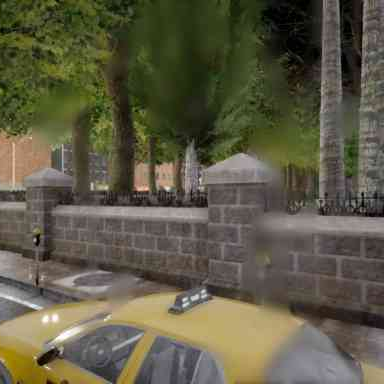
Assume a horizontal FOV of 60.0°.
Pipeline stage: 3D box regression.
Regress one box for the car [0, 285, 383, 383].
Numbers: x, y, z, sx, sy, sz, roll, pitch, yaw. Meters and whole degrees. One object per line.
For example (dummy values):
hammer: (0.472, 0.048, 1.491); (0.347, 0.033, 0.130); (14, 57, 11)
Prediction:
car: (-0.221, 1.526, 2.976); (4.829, 1.417, 1.752); (0, -1, 35)
